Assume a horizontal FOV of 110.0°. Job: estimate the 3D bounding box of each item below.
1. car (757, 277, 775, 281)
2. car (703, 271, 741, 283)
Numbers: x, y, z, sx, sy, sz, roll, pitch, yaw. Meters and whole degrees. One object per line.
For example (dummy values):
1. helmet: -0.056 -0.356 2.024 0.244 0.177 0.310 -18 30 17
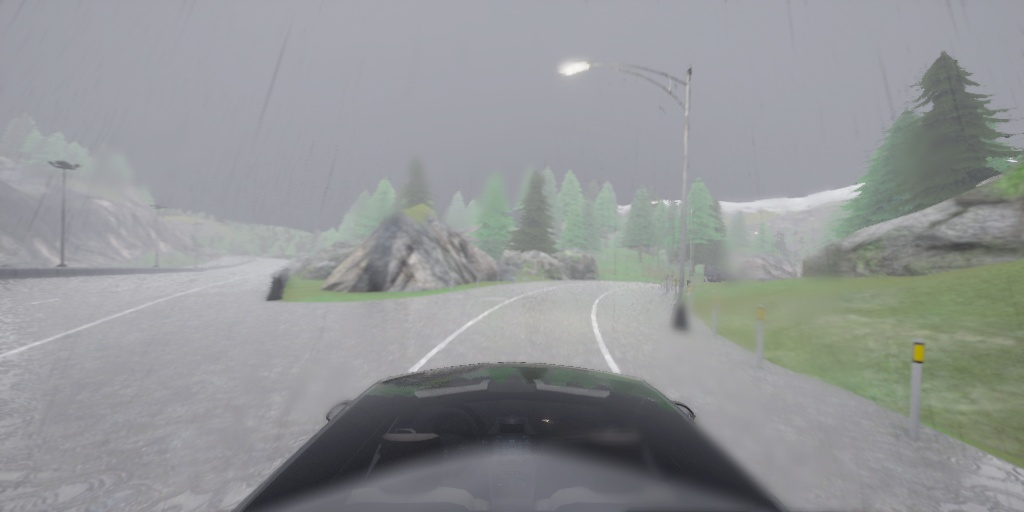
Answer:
1. car: 36.375 4.185 49.694 5.566 2.045 2.150 6 -1 -17
2. car: 26.836 3.130 45.702 5.566 2.045 2.150 6 -2 -26
